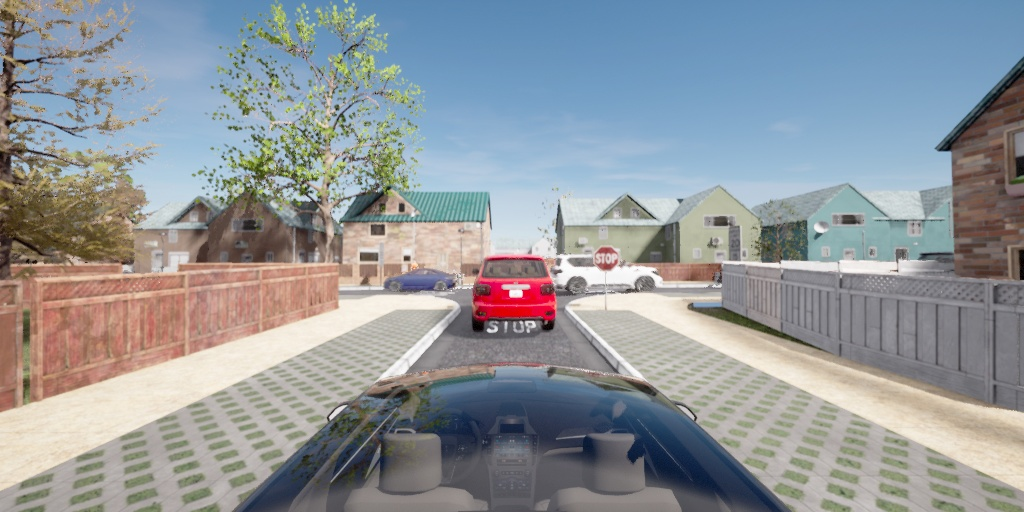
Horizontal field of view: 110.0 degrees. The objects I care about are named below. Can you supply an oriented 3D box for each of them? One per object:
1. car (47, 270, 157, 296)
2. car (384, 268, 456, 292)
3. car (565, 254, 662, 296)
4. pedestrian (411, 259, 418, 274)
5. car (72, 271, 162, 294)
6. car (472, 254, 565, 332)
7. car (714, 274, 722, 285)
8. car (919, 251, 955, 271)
[{"bbox_3d":[-24.911,1.606,21.902,4.674,1.442,1.812,-1,-1,1],"label":"car"},{"bbox_3d":[-5.494,1.437,21.640,4.181,1.385,1.994,-1,-1,1],"label":"car"},{"bbox_3d":[4.724,0.934,18.551,5.566,2.045,2.150,-1,-1,1],"label":"car"},{"bbox_3d":[-6.703,1.098,24.576,0.375,1.860,0.375,0,-1,1],"label":"pedestrian"},{"bbox_3d":[-21.249,1.493,18.903,4.674,1.442,1.812,-1,-1,1],"label":"car"},{"bbox_3d":[-0.055,0.968,11.055,2.150,2.045,5.566,0,0,-3],"label":"car"},{"bbox_3d":[14.812,1.293,21.367,4.718,1.301,1.895,0,-1,1],"label":"car"},{"bbox_3d":[23.983,0.768,18.304,5.566,2.045,2.150,0,-1,1],"label":"car"}]
